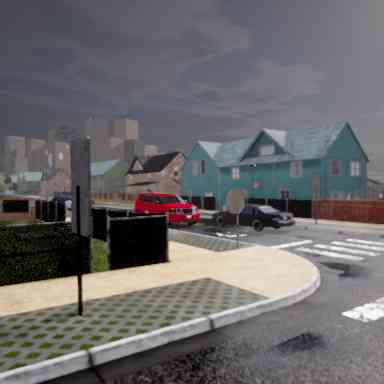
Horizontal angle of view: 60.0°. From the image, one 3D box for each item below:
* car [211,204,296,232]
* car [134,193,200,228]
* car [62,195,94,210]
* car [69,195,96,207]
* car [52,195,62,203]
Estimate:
[{"bbox_3d":[3.406,1.409,19.516,2.033,1.411,5.357,-1,1,-36],"label":"car"},{"bbox_3d":[-1.803,1.085,21.773,2.150,2.045,5.566,-1,1,-36],"label":"car"},{"bbox_3d":[-12.240,1.251,35.954,1.812,1.442,4.674,-1,1,-36],"label":"car"},{"bbox_3d":[-14.492,1.128,43.921,1.837,1.490,4.892,-1,1,-37],"label":"car"},{"bbox_3d":[-20.454,1.111,51.890,1.994,1.385,4.181,-1,1,-36],"label":"car"}]
